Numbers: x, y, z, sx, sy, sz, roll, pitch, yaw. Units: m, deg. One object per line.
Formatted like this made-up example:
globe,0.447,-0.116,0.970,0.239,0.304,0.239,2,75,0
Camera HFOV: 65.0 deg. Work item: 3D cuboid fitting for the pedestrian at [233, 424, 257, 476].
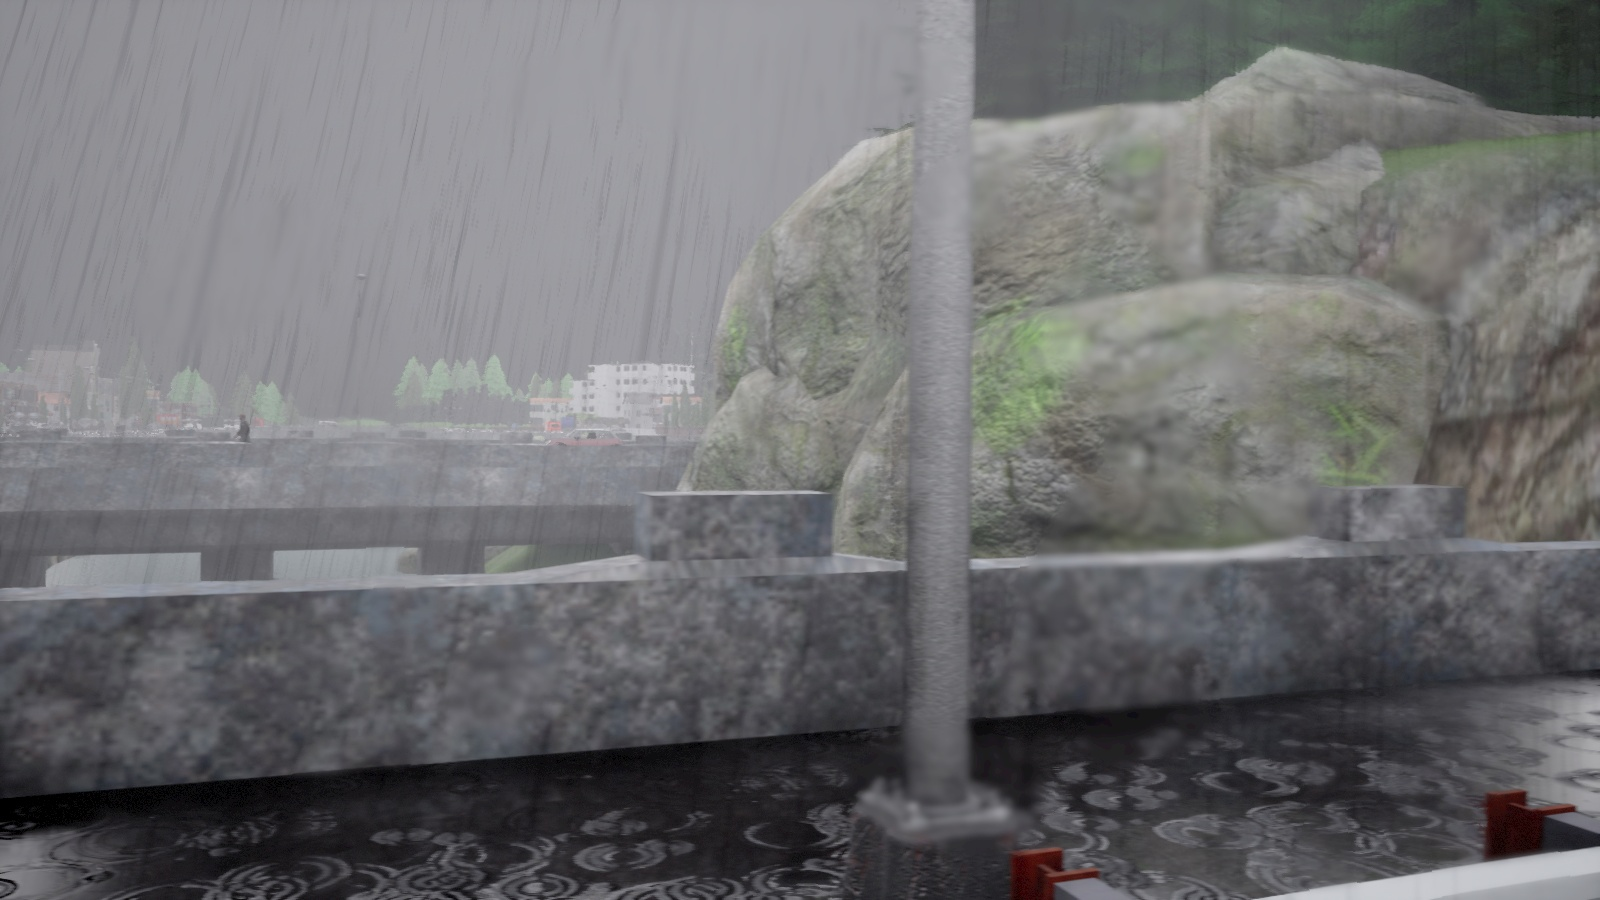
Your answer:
pedestrian,-20.032,-0.013,45.337,0.720,1.854,0.376,-1,1,-21

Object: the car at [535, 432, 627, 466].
car,-9.992,-0.059,57.198,3.806,1.475,1.970,-1,1,-21
